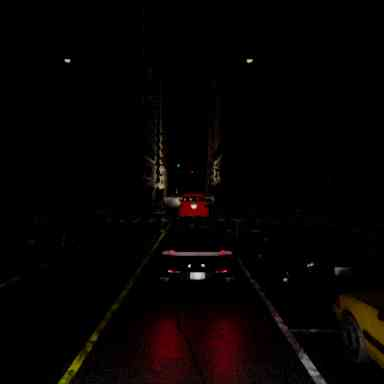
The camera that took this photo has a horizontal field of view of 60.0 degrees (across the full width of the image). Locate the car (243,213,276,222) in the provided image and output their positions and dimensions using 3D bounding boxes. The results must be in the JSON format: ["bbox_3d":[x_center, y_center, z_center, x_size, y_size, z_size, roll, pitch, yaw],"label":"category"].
[{"bbox_3d":[2.887,1.526,13.980,1.802,1.307,4.206,-1,0,0],"label":"car"}]

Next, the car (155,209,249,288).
[{"bbox_3d":[0.111,1.456,9.101,2.128,1.511,4.902,0,0,0],"label":"car"}]

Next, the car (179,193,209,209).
[{"bbox_3d":[0.135,1.119,26.049,2.150,2.045,5.566,0,0,0],"label":"car"}]

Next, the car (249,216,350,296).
[{"bbox_3d":[2.879,1.532,8.394,1.947,1.339,4.313,-1,0,0],"label":"car"}]

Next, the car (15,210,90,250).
[{"bbox_3d":[-5.659,1.489,13.989,1.887,1.381,4.507,-1,0,0],"label":"car"}]

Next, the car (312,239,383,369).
[{"bbox_3d":[2.870,1.513,2.978,1.752,1.417,4.829,-1,0,0],"label":"car"}]
